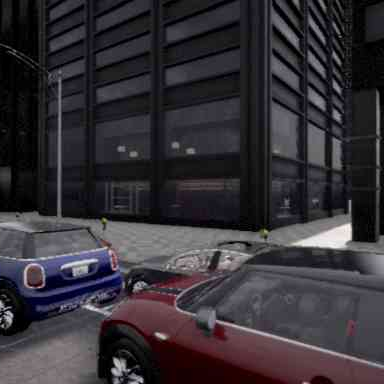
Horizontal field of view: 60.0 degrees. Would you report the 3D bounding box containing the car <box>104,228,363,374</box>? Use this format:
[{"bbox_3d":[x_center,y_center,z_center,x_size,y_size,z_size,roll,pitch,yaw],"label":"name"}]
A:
[{"bbox_3d":[0.590,1.585,6.232,4.403,1.369,2.008,0,0,36],"label":"car"}]

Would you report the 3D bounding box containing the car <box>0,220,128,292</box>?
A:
[{"bbox_3d":[-3.978,1.623,9.534,4.206,1.307,1.802,0,0,36],"label":"car"}]

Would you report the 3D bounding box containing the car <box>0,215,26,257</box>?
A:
[{"bbox_3d":[-8.546,1.599,12.835,4.403,1.369,2.008,0,0,36],"label":"car"}]

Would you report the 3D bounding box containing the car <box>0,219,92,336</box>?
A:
[{"bbox_3d":[-3.647,1.380,7.000,4.553,1.767,2.097,0,0,36],"label":"car"}]

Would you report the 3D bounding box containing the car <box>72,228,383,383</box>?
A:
[{"bbox_3d":[1.057,1.365,3.324,4.553,1.767,2.097,0,1,38],"label":"car"}]
